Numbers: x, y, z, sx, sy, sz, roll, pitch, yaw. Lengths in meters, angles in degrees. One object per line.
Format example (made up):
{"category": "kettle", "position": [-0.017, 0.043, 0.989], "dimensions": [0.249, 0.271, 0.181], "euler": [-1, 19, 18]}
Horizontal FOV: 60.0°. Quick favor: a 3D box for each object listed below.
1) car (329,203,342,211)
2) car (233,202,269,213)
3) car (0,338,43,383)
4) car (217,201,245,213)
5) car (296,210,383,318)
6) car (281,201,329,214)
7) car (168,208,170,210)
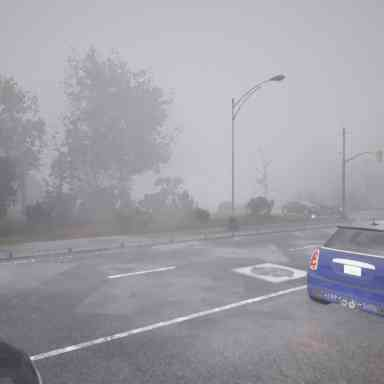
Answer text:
{"category": "car", "position": [14.619, 1.722, 37.644], "dimensions": [2.128, 1.511, 4.902], "euler": [0, -2, -33]}
{"category": "car", "position": [8.326, 2.221, 47.691], "dimensions": [2.033, 1.411, 5.357], "euler": [0, -3, -32]}
{"category": "car", "position": [-3.265, 1.492, 1.417], "dimensions": [4.902, 1.511, 2.128], "euler": [0, 0, -36]}
{"category": "car", "position": [5.418, 2.012, 45.747], "dimensions": [2.097, 1.767, 4.553], "euler": [0, -3, -32]}
{"category": "car", "position": [4.481, 1.361, 6.900], "dimensions": [4.553, 1.767, 2.097], "euler": [0, 0, -35]}
{"category": "car", "position": [11.723, 1.724, 35.741], "dimensions": [1.837, 1.490, 4.892], "euler": [0, -1, -29]}
{"category": "car", "position": [-4.161, 3.120, 61.102], "dimensions": [1.812, 1.442, 4.674], "euler": [0, -3, -32]}
